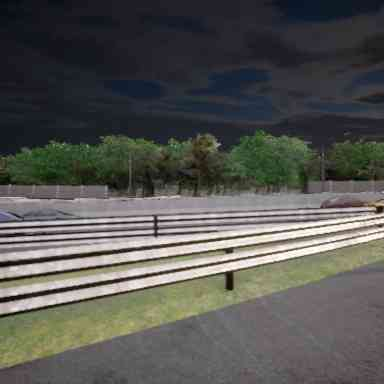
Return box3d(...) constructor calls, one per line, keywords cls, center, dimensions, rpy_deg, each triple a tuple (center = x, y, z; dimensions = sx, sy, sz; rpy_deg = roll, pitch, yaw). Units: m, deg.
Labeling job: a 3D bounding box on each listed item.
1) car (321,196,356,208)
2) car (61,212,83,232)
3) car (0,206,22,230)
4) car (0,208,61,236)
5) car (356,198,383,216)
box3d(cls="car", center=(13.592, 1.080, 29.171), dimensions=(4.674, 1.442, 1.812), rpy_deg=(-1, 0, -15))
box3d(cls="car", center=(-8.446, 1.653, 19.588), dimensions=(4.181, 1.385, 1.994), rpy_deg=(-1, 0, -15))
box3d(cls="car", center=(-14.286, 1.752, 21.637), dimensions=(5.357, 1.411, 2.033), rpy_deg=(-1, 0, -15))
box3d(cls="car", center=(-9.172, 1.605, 15.768), dimensions=(5.008, 1.535, 1.882), rpy_deg=(-1, 0, -15))
box3d(cls="car", center=(13.786, 1.065, 21.972), dimensions=(5.008, 1.535, 1.882), rpy_deg=(-1, 0, -15))
